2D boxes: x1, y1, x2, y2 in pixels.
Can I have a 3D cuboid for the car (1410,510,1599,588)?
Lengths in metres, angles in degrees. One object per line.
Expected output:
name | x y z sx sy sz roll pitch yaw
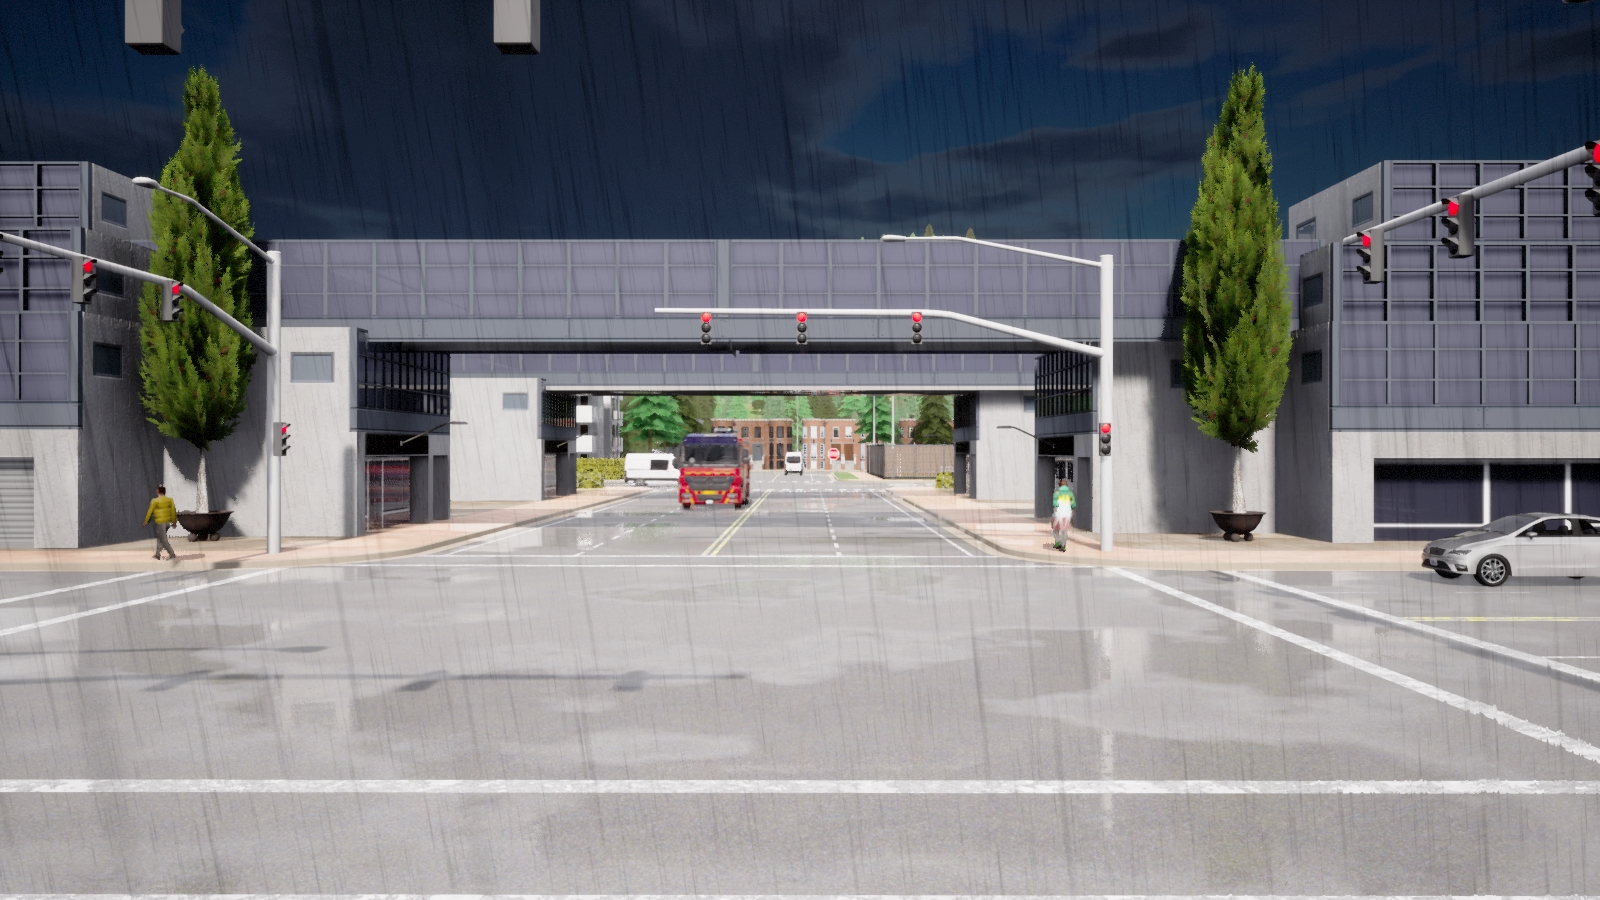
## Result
car | 15.490 2.066 24.189 4.193 1.474 1.816 0 0 0

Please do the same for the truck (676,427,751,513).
truck | -4.033 0.890 55.078 2.891 3.827 8.468 0 0 0

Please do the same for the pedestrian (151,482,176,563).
pedestrian | -14.972 1.696 26.868 0.375 1.860 0.375 0 0 27

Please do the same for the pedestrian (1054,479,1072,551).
pedestrian | 6.861 1.698 29.785 0.375 1.860 0.375 0 0 0
